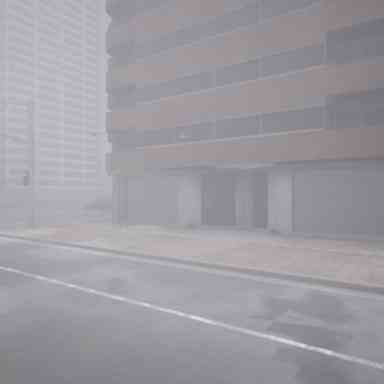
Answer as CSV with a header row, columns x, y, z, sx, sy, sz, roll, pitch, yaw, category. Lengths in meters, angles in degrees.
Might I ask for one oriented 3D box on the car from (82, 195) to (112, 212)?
x,y,z,sx,sy,sz,roll,pitch,yaw,category
-11.147,1.541,40.952,1.882,1.535,5.008,0,0,35,car
